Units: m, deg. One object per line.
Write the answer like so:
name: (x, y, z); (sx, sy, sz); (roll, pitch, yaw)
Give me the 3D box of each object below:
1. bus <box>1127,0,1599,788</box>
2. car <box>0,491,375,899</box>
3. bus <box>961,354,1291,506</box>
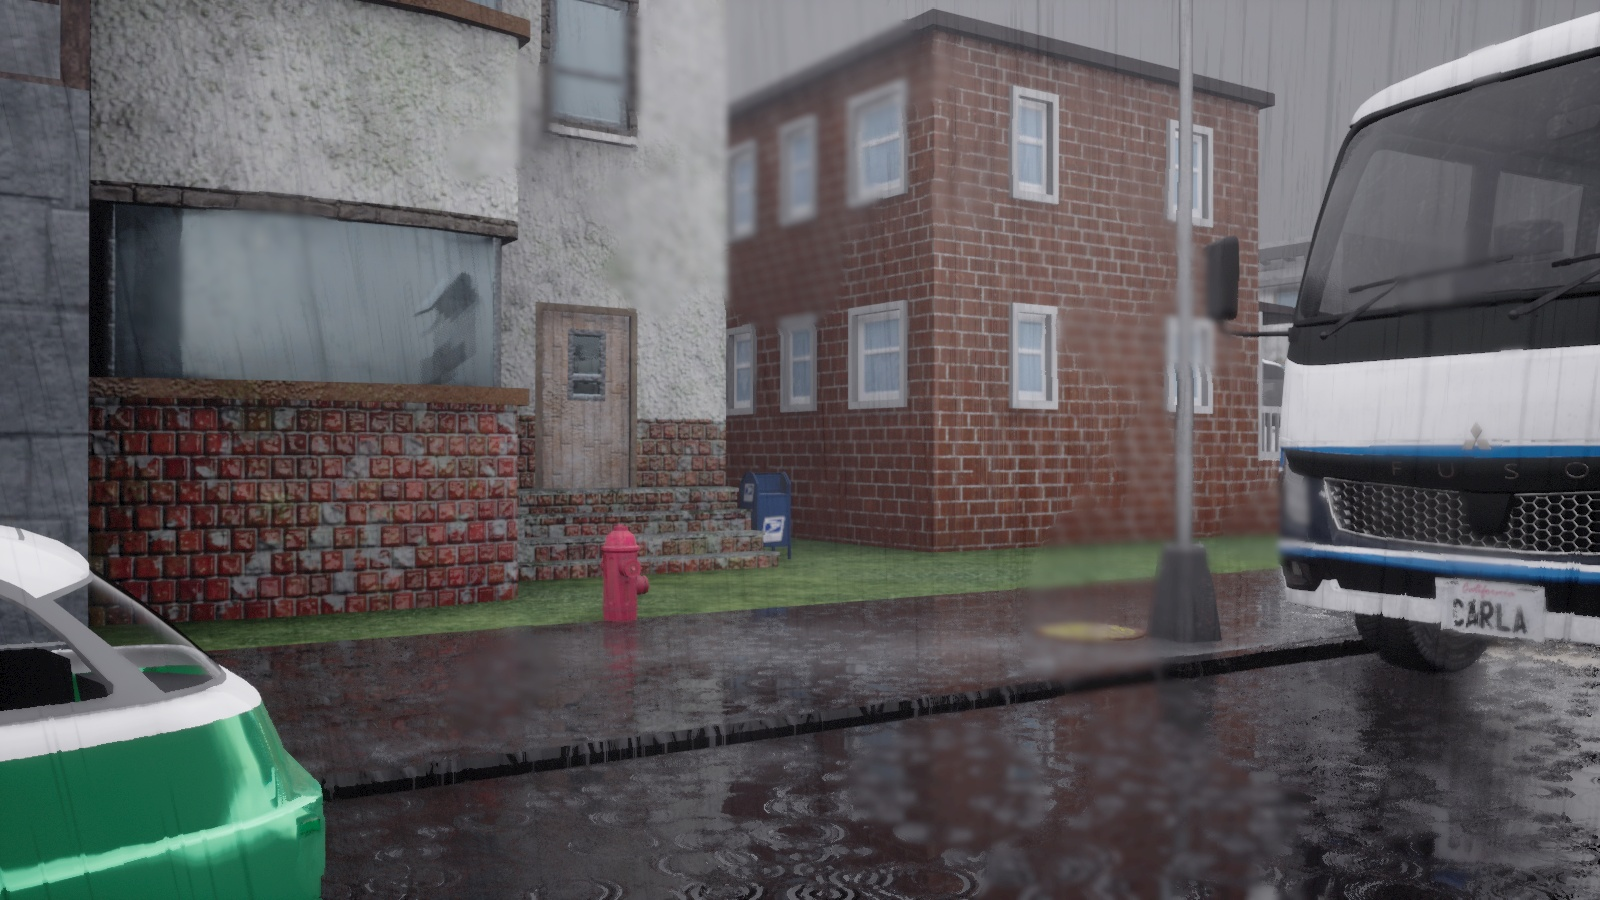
bus: (7.588, -0.626, 8.924); (10.273, 4.253, 3.944); (0, 0, -29)
car: (-2.264, 0.811, 2.770); (2.207, 1.376, 1.481); (0, 0, -33)
bus: (10.097, -0.554, 40.483); (3.944, 4.253, 10.273); (0, 0, -34)
